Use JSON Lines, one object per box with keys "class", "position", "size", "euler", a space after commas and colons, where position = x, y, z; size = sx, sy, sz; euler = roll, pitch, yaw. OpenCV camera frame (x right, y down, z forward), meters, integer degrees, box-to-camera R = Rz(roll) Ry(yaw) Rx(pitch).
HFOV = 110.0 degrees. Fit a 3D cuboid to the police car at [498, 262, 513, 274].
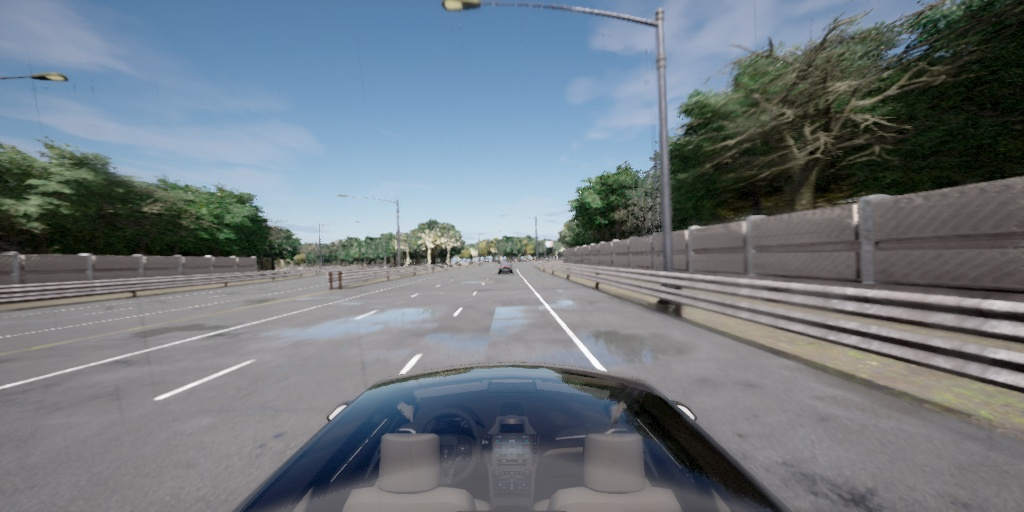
{"class": "police car", "position": [-0.823, 1.570, 47.787], "size": [2.038, 1.542, 4.974], "euler": [-2, 0, 0]}
